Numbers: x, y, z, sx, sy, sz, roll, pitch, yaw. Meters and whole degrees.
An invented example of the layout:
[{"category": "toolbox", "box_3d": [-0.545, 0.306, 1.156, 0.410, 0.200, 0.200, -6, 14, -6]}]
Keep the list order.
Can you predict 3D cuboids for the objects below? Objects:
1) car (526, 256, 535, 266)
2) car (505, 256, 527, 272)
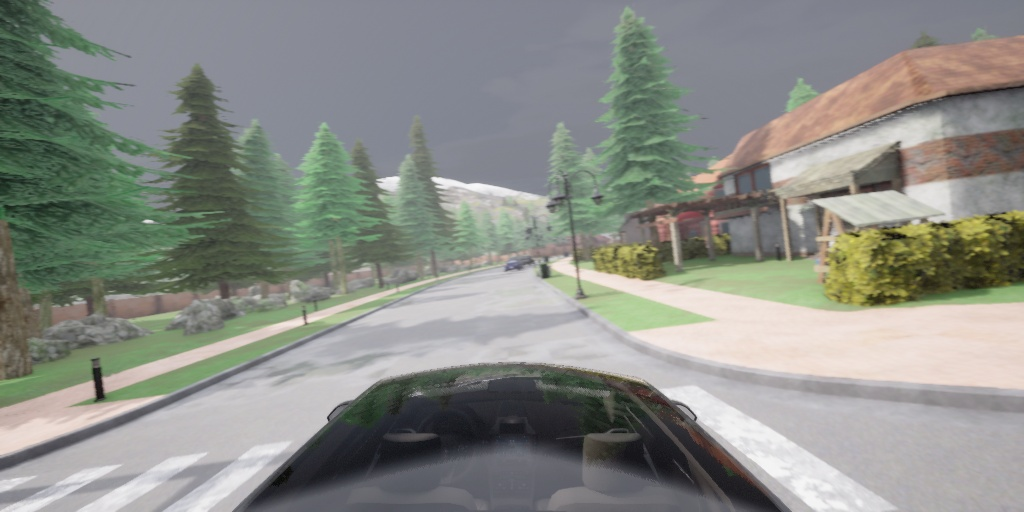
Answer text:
[{"category": "car", "box_3d": [2.354, 0.748, 55.663, 2.128, 1.511, 4.902, -7, 0, 15]}, {"category": "car", "box_3d": [0.255, 1.098, 44.055, 1.812, 1.442, 4.674, -7, 0, 9]}]
